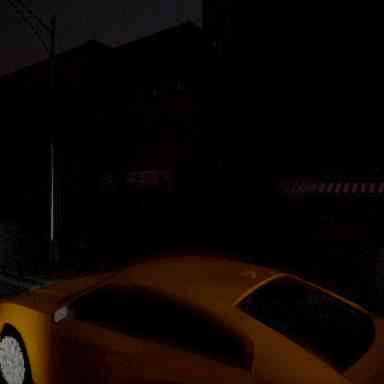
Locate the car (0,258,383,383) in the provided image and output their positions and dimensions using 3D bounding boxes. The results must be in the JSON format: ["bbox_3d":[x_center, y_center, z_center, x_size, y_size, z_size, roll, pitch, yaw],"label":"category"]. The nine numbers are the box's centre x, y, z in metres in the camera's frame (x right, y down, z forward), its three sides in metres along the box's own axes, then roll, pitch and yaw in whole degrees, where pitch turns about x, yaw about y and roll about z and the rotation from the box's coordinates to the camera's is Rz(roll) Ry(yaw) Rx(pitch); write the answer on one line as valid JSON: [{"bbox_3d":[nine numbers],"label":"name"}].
[{"bbox_3d":[-0.161,1.477,3.517,5.008,1.535,1.882,0,0,36],"label":"car"}]
